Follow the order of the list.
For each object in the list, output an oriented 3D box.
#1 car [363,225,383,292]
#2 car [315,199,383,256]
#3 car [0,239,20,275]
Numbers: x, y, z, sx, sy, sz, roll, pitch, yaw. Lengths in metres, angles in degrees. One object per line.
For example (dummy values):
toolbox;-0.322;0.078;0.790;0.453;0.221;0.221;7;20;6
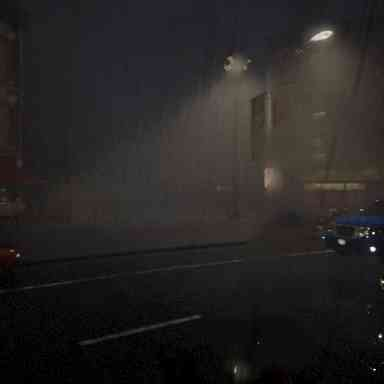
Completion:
car;6.159;1.475;6.868;4.892;1.490;1.837;0;0;-22
car;7.196;1.172;11.096;5.566;2.045;2.150;0;0;-19
car;-6.567;1.548;7.450;4.718;1.301;1.895;0;0;-32
